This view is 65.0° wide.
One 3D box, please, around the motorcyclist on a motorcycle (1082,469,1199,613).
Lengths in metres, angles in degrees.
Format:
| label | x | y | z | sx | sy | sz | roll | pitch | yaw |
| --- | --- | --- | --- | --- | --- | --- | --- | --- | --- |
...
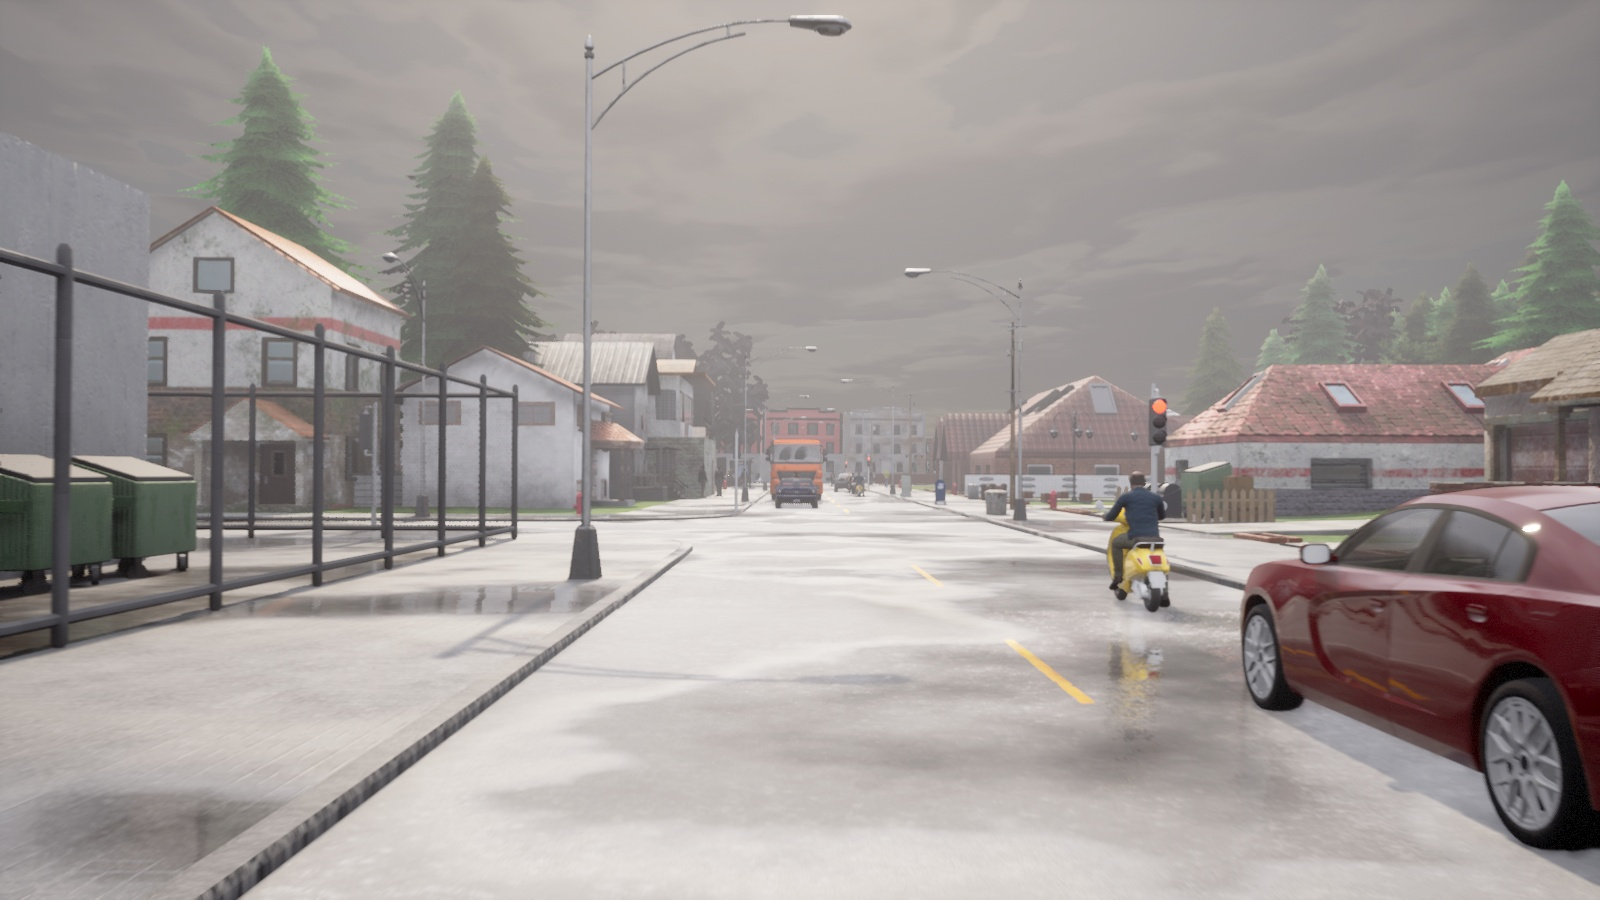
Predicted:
| label | x | y | z | sx | sy | sz | roll | pitch | yaw |
| --- | --- | --- | --- | --- | --- | --- | --- | --- | --- |
| motorcyclist on a motorcycle | 3.974 | 1.021 | 14.821 | 0.866 | 1.590 | 1.817 | 0 | -1 | 0 |

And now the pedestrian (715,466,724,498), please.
| label | x | y | z | sx | sy | sz | roll | pitch | yaw |
| --- | --- | --- | --- | --- | --- | --- | --- | --- | --- |
| pedestrian | -4.828 | 1.901 | 75.342 | 0.402 | 1.930 | 0.666 | 0 | -1 | 12 |

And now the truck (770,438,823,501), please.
| label | x | y | z | sx | sy | sz | roll | pitch | yaw |
| --- | --- | --- | --- | --- | --- | --- | --- | --- | --- |
| truck | -0.188 | 1.143 | 72.662 | 2.891 | 3.462 | 7.936 | 0 | -1 | 0 |

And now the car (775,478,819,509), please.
| label | x | y | z | sx | sy | sz | roll | pitch | yaw |
| --- | --- | --- | --- | --- | --- | --- | --- | --- | --- |
| car | -0.149 | 1.935 | 56.530 | 1.895 | 1.301 | 4.718 | 0 | -1 | -1 |

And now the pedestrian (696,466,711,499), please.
| label | x | y | z | sx | sy | sz | roll | pitch | yaw |
| --- | --- | --- | --- | --- | --- | --- | --- | --- | --- |
| pedestrian | -5.494 | 1.833 | 71.434 | 0.703 | 1.840 | 0.431 | 1 | -1 | -42 |

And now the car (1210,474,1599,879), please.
| label | x | y | z | sx | sy | sz | roll | pitch | yaw |
| --- | --- | --- | --- | --- | --- | --- | --- | --- | --- |
| car | 3.983 | 0.900 | 6.773 | 1.882 | 1.535 | 5.008 | 0 | -1 | 0 |
